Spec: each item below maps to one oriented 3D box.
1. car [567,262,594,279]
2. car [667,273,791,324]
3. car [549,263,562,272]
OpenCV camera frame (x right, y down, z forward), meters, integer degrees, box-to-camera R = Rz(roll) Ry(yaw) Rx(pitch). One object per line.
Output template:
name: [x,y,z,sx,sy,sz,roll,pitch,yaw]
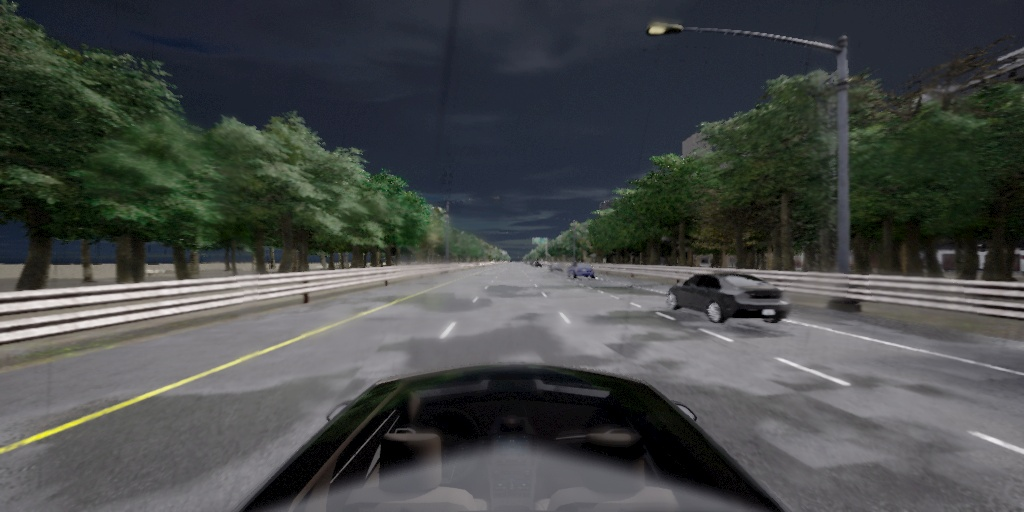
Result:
car: [7.047,1.406,37.129,2.097,1.767,4.553,0,-1,0]
car: [6.999,1.314,12.201,1.837,1.490,4.892,0,0,0]
car: [7.144,1.900,59.092,2.033,1.411,5.357,0,-1,0]
